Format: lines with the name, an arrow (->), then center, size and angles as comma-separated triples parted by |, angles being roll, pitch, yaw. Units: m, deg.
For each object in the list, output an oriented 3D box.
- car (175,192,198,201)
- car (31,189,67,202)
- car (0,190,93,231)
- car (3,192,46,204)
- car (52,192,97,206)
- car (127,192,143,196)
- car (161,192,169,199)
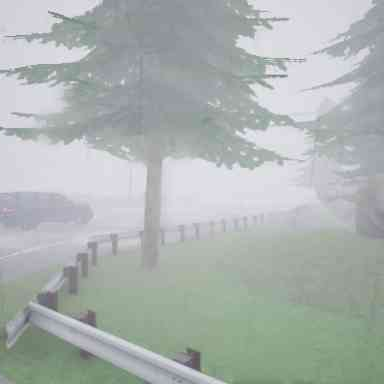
car -> -0.961, 0.825, 59.953 | 1.882, 1.535, 5.008 | 2, 1, 36
car -> -21.299, 0.456, 49.725 | 2.097, 1.767, 4.553 | 2, 1, 36
car -> -8.446, 0.992, 19.268 | 2.150, 2.045, 5.566 | 2, 1, 36
car -> -21.666, 0.712, 43.226 | 1.812, 1.442, 4.674 | 2, 1, 36
car -> -14.494, 0.842, 41.219 | 2.128, 1.511, 4.902 | 2, 1, 36
car -> -10.539, 0.701, 64.625 | 1.895, 1.301, 4.718 | 2, 1, 36
car -> -6.422, 0.709, 64.344 | 1.812, 1.442, 4.674 | 2, 1, 36
